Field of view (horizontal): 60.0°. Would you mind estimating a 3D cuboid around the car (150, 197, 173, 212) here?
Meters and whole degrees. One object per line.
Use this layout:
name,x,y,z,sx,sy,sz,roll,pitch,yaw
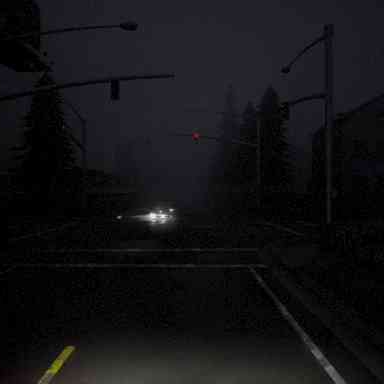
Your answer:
car,-3.627,1.491,38.102,2.128,1.511,4.902,0,0,0
